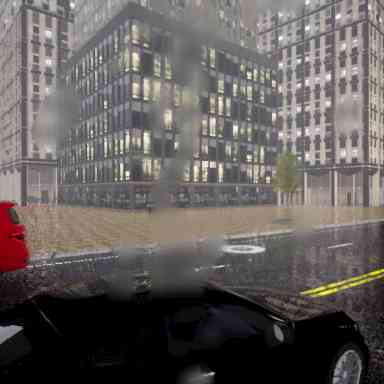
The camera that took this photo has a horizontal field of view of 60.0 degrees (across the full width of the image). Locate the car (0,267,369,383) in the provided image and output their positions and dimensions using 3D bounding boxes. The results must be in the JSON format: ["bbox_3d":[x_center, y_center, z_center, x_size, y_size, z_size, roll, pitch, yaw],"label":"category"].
[{"bbox_3d":[-0.189,1.526,3.282,4.674,1.442,1.812,0,0,-34],"label":"car"}]

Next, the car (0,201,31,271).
[{"bbox_3d":[-6.507,1.221,7.063,5.566,2.045,2.150,0,0,-34],"label":"car"}]
